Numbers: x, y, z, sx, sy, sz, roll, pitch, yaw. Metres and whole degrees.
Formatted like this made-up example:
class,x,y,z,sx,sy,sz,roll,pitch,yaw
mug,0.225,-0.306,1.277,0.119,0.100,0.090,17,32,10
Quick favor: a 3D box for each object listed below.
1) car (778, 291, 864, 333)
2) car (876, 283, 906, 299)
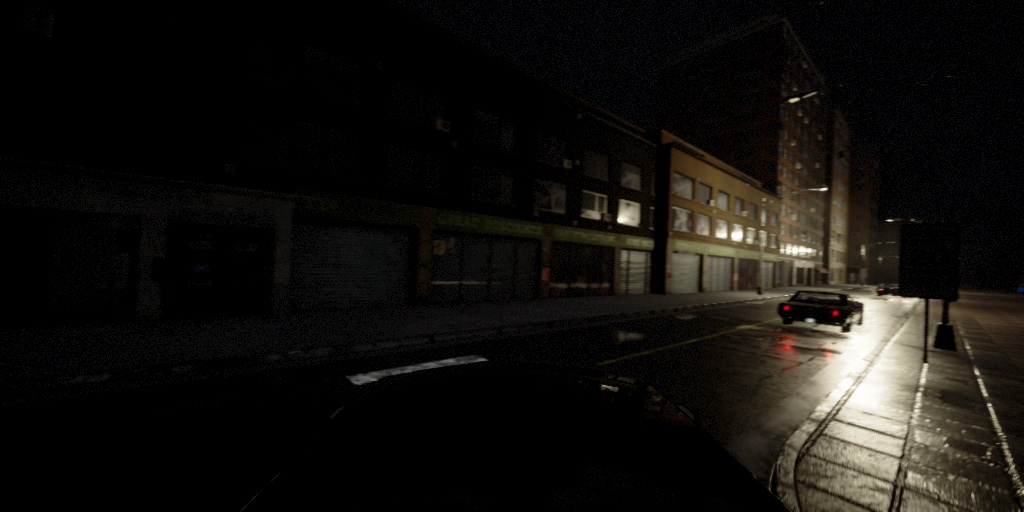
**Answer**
class,x,y,z,sx,sy,sz,roll,pitch,yaw
car,11.885,1.988,13.649,4.718,1.301,1.895,3,-1,-40
car,35.954,3.250,33.856,4.718,1.301,1.895,3,-1,-40
